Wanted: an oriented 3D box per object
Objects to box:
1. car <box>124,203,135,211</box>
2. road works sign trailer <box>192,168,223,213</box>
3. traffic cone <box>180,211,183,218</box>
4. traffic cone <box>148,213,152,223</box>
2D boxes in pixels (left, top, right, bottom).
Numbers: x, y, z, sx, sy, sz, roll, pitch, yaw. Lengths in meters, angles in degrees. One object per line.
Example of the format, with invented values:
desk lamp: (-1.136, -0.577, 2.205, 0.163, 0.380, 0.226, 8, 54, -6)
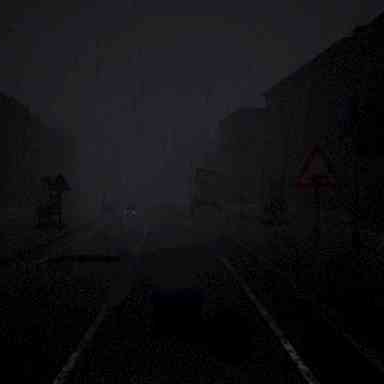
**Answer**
car: (-10.884, 2.556, 58.373, 1.895, 1.301, 4.718, 0, 0, -10)
road works sign trailer: (1.216, -0.114, 28.930, 2.380, 3.560, 2.880, 13, -18, -21)
traffic cone: (-0.995, 2.139, 31.471, 0.340, 0.580, 0.340, 0, -1, -8)
traffic cone: (-3.185, 2.041, 25.129, 0.340, 0.580, 0.340, 0, -1, -7)
